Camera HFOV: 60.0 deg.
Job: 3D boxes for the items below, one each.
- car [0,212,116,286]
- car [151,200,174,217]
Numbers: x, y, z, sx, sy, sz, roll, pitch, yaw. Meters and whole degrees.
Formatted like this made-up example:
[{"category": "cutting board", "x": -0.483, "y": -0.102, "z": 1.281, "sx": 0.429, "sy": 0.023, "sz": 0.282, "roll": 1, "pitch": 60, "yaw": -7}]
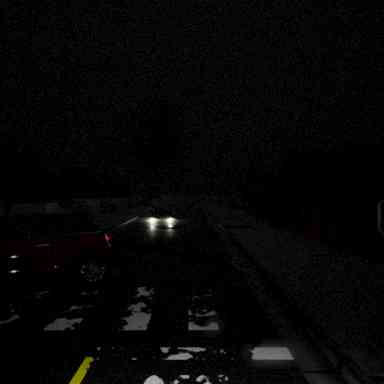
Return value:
[{"category": "car", "x": -4.249, "y": 1.311, "z": 7.946, "sx": 4.553, "sy": 1.767, "sz": 2.097, "roll": 1, "pitch": -4, "yaw": -29}, {"category": "car", "x": -2.780, "y": 1.499, "z": 31.621, "sx": 1.882, "sy": 1.535, "sz": 5.008, "roll": 0, "pitch": 0, "yaw": 0}]
